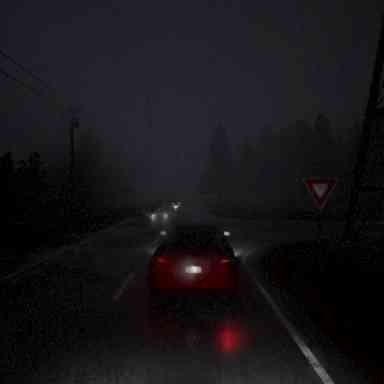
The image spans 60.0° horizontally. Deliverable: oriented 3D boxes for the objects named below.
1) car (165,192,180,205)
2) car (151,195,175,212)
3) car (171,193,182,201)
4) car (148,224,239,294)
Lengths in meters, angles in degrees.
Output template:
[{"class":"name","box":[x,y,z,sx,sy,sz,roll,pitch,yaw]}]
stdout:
[{"class":"car","box":[-3.278,1.005,52.472,2.150,2.045,5.566,0,0,0]},{"class":"car","box":[-3.302,1.398,35.875,2.033,1.411,5.357,0,0,0]},{"class":"car","box":[-3.209,0.956,68.848,2.128,1.511,4.902,0,0,0]},{"class":"car","box":[0.076,1.527,8.709,1.994,1.385,4.181,0,0,1]}]
